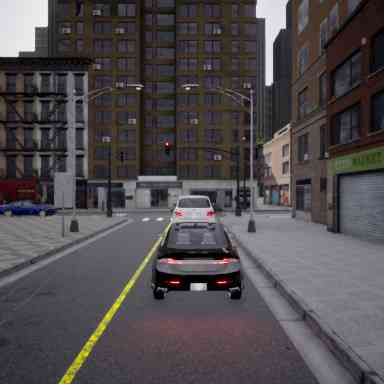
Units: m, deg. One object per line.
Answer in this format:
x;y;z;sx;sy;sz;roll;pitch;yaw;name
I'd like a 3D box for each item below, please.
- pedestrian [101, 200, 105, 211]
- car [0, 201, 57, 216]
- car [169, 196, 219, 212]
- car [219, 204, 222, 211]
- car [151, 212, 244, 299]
-10.156;1.497;37.932;0.375;1.300;0.375;0;0;-1;pedestrian
-15.472;1.577;31.624;5.008;1.535;1.882;0;0;-2;car
0.100;1.215;18.861;2.150;2.045;5.566;0;0;0;car
0.439;1.524;32.467;5.357;1.411;2.033;-1;0;-33;car
0.101;1.490;8.407;2.128;1.511;4.902;0;0;0;car
